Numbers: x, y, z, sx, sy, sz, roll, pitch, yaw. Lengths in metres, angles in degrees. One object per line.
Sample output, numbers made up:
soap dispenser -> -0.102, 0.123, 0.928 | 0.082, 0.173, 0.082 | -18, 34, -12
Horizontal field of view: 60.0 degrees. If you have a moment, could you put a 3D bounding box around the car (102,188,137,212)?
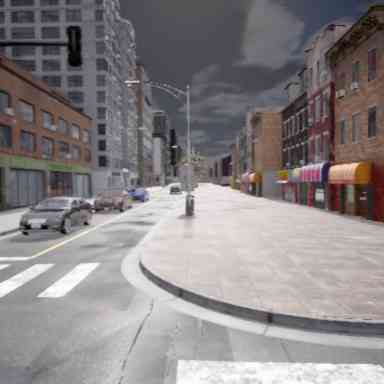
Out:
car -> -5.902, 0.504, 25.333 | 2.097, 1.767, 4.553 | -1, 2, 1

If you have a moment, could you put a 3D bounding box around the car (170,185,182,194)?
car -> -2.608, -0.422, 55.255 | 1.837, 1.490, 4.892 | -1, 2, 1

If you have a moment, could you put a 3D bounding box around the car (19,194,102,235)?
car -> -6.052, 0.984, 15.340 | 2.128, 1.511, 4.902 | -1, 2, 0

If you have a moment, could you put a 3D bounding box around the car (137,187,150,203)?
car -> -5.741, 0.277, 35.595 | 1.882, 1.535, 5.008 | -1, 2, 1
